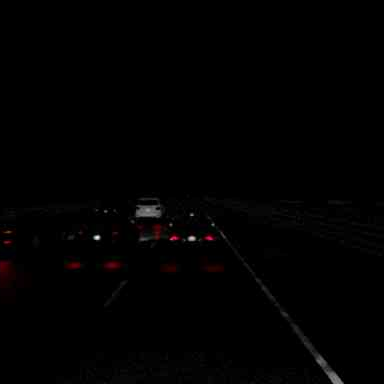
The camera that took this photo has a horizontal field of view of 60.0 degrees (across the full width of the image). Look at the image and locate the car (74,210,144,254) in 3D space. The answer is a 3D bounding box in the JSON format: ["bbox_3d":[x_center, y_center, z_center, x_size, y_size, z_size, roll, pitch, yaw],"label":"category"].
[{"bbox_3d":[-3.492,1.693,14.277,1.994,1.385,4.181,1,-1,0],"label":"car"}]

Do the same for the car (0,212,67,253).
[{"bbox_3d":[-6.993,1.628,14.305,1.837,1.490,4.892,0,-1,0],"label":"car"}]

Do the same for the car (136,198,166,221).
[{"bbox_3d":[-3.504,1.507,29.024,2.150,2.045,5.566,0,0,0],"label":"car"}]

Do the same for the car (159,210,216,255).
[{"bbox_3d":[-0.002,1.684,13.993,2.033,1.411,5.357,0,-1,0],"label":"car"}]

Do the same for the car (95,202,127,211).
[{"bbox_3d":[-7.003,1.640,29.072,2.097,1.767,4.553,0,-1,0],"label":"car"}]

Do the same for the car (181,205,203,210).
[{"bbox_3d":[0.001,1.857,29.309,1.994,1.385,4.181,0,-1,0],"label":"car"}]
